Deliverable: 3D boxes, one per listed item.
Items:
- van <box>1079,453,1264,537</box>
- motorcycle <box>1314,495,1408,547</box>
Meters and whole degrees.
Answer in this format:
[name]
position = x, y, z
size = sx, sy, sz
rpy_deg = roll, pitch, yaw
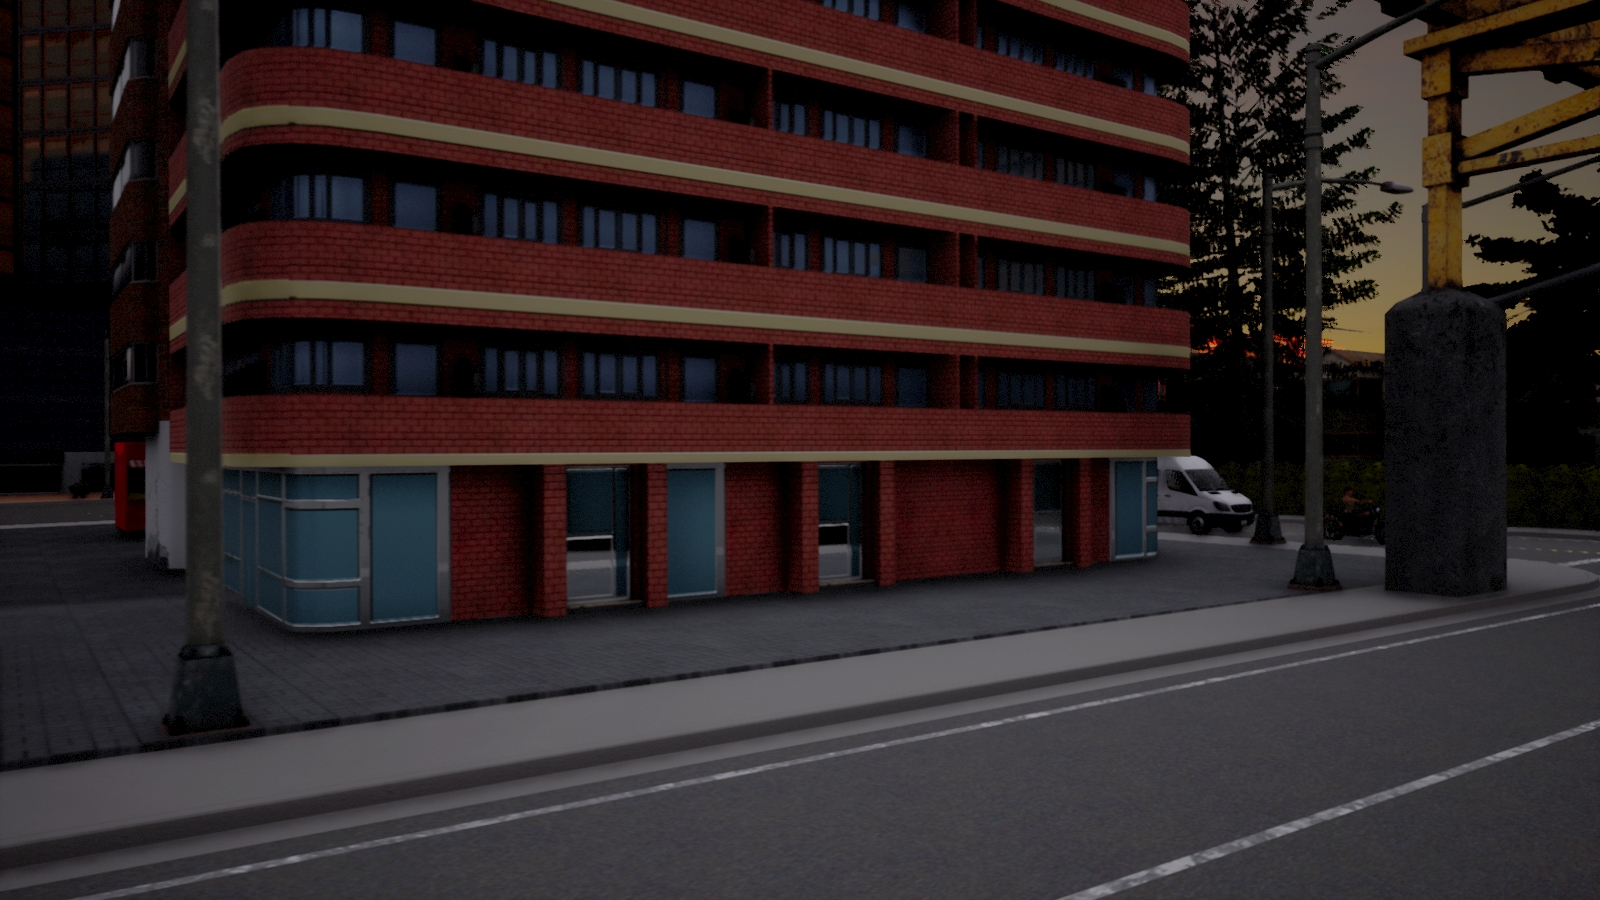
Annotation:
[van]
position = 12.321, 1.398, 38.356
size = 1.988, 2.561, 5.915
rpy_deg = 0, 0, -35
[motorcycle]
position = 16.121, 2.006, 32.884
size = 0.764, 1.332, 2.356
rpy_deg = 0, 1, -35
